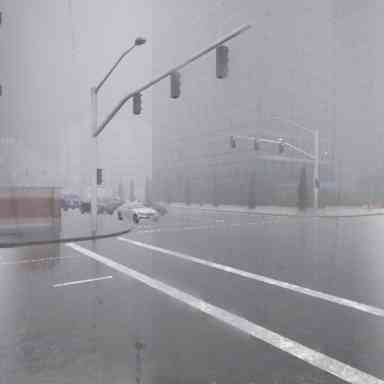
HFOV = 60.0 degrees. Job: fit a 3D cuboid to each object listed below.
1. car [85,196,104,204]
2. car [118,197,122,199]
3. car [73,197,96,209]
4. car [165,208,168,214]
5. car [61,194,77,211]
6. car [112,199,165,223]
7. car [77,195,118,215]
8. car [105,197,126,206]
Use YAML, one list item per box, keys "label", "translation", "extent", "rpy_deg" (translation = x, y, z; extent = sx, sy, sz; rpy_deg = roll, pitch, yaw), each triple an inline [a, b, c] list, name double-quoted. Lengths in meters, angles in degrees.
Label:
- label: "car"
  translation: [-19.014, 1.492, 64.832]
  extent: [2.128, 1.511, 4.902]
  rpy_deg: [0, 0, -36]
- label: "car"
  translation: [-9.779, 1.352, 39.563]
  extent: [2.097, 1.767, 4.553]
  rpy_deg: [0, 0, -36]
- label: "car"
  translation: [-15.406, 1.526, 47.447]
  extent: [1.812, 1.442, 4.674]
  rpy_deg: [0, 0, -35]
- label: "car"
  translation: [-4.402, 1.547, 32.049]
  extent: [2.033, 1.411, 5.357]
  rpy_deg: [0, 0, -36]
- label: "car"
  translation: [-15.112, 1.221, 41.003]
  extent: [2.150, 2.045, 5.566]
  rpy_deg: [0, 0, -36]
- label: "car"
  translation: [-4.294, 1.526, 25.887]
  extent: [1.812, 1.442, 4.674]
  rpy_deg: [0, 0, -36]
- label: "car"
  translation: [-9.518, 1.352, 33.187]
  extent: [2.097, 1.767, 4.553]
  rpy_deg: [0, 0, -36]
- label: "car"
  translation: [-13.041, 1.526, 56.487]
  extent: [1.812, 1.442, 4.674]
  rpy_deg: [0, 0, -36]
